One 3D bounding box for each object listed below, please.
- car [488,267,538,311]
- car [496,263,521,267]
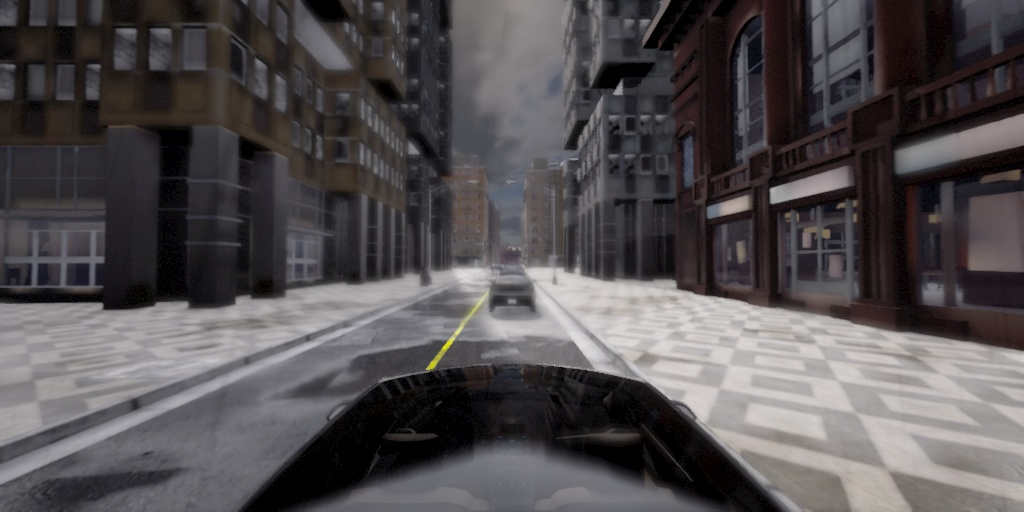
[{"bbox_3d":[0.030,1.411,15.364,1.837,1.490,4.892,0,0,0],"label":"car"},{"bbox_3d":[0.046,1.431,30.290,2.097,1.767,4.553,0,-1,0],"label":"car"}]
